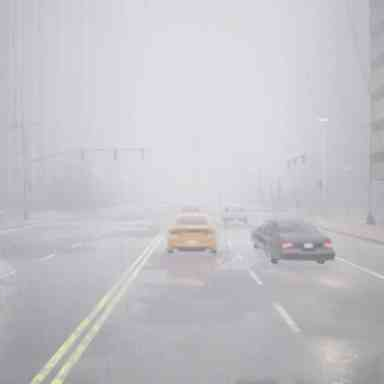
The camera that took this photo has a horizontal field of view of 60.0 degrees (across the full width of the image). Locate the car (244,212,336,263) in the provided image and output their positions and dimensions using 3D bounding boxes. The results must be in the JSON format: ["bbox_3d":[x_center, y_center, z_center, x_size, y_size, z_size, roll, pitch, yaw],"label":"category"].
[{"bbox_3d":[3.501,1.686,12.497,2.033,1.411,5.357,0,-1,0],"label":"car"}]

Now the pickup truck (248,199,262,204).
[{"bbox_3d":[16.556,1.993,85.546,2.390,2.098,6.274,0,-1,30],"label":"pickup truck"}]

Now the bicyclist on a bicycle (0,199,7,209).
[{"bbox_3d":[-28.812,1.854,50.847,0.582,1.620,1.656,0,0,1],"label":"bicyclist on a bicycle"}]

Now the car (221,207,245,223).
[{"bbox_3d":[3.495,1.910,28.230,1.895,1.301,4.718,0,-1,0],"label":"car"}]

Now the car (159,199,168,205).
[{"bbox_3d":[-7.063,2.425,82.564,2.128,1.511,4.902,0,-1,0],"label":"car"}]

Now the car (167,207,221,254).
[{"bbox_3d":[0.020,1.634,14.215,1.882,1.535,5.008,0,0,1],"label":"car"}]
